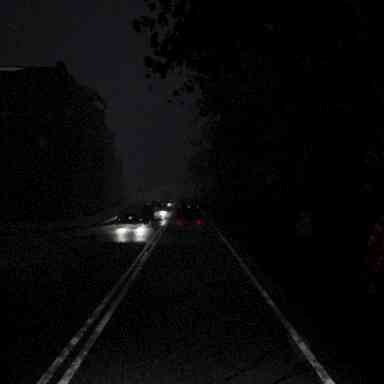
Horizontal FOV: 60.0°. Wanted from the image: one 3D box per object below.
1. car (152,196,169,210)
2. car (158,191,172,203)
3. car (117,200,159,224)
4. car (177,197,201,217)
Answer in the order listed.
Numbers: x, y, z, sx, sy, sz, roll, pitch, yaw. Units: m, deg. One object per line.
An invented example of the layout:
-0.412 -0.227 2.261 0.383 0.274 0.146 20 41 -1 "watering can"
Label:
-4.022 1.443 39.350 1.895 1.301 4.718 0 1 -2 "car"
-4.645 0.879 58.482 2.150 2.045 5.566 0 1 -2 "car"
-3.965 1.519 24.133 1.994 1.385 4.181 0 0 4 "car"
-0.330 1.272 30.605 2.097 1.767 4.553 0 0 -1 "car"
